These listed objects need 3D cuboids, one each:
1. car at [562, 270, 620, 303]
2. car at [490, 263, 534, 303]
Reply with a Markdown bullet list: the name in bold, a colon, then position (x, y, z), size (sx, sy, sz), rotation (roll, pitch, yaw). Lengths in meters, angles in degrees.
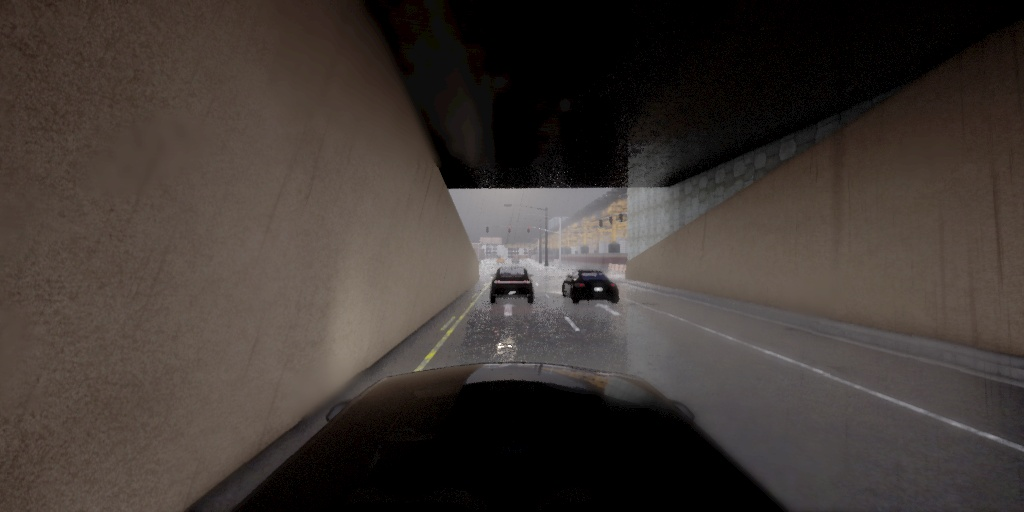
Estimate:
- **car**: position (3.500, 1.321, 16.542), size (1.994, 1.385, 4.181), rotation (0, 0, 0)
- **car**: position (0.000, 1.243, 16.542), size (2.128, 1.511, 4.902), rotation (0, 0, 0)
